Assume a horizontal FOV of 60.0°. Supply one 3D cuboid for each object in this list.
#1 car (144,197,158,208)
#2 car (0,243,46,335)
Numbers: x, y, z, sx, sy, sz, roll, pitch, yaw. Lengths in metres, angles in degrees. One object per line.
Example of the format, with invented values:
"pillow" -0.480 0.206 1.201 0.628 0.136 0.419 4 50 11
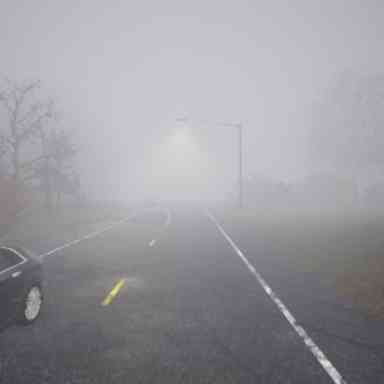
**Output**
"car" -5.950 1.464 48.526 1.812 1.442 4.674 0 0 -6
"car" -3.602 1.504 4.270 1.837 1.490 4.892 0 0 0
